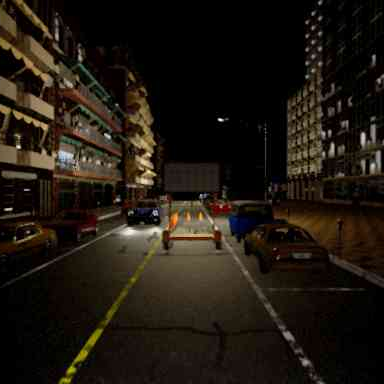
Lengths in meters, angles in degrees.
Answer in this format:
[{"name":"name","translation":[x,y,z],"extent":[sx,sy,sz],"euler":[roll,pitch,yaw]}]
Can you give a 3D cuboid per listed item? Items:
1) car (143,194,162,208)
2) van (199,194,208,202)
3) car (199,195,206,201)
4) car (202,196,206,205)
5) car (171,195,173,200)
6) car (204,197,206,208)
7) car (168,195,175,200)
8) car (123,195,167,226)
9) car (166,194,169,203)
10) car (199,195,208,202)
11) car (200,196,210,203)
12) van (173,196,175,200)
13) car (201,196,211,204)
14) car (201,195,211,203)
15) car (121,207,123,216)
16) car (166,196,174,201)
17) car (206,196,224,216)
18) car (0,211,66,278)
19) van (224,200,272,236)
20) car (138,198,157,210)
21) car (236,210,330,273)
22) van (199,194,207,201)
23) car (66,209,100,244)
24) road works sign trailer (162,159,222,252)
[{"name":"car","translation":[-5.707,1.306,48.942],"extent":[2.192,1.841,5.009],"euler":[0,0,0]},{"name":"van","translation":[2.671,1.338,59.997],"extent":[1.690,1.788,3.998],"euler":[0,0,0]},{"name":"car","translation":[2.666,1.549,87.799],"extent":[1.752,1.417,4.829],"euler":[0,0,0]},{"name":"car","translation":[2.676,1.572,43.417],"extent":[1.802,1.307,4.206],"euler":[0,0,0]},{"name":"car","translation":[-5.710,1.571,71.048],"extent":[1.947,1.339,4.313],"euler":[0,0,0]},{"name":"car","translation":[2.677,1.514,38.060],"extent":[1.752,1.417,4.829],"euler":[0,0,0]},{"name":"car","translation":[-5.714,1.613,93.154],"extent":[1.802,1.307,4.206],"euler":[0,0,0]},{"name":"car","translation":[-3.104,1.340,23.008],"extent":[2.097,1.767,4.553],"euler":[0,0,0]},{"name":"car","translation":[-5.707,1.547,59.996],"extent":[2.008,1.369,4.403],"euler":[0,0,0]},{"name":"car","translation":[2.668,1.451,76.576],"extent":[1.967,1.590,4.097],"euler":[0,0,0]},{"name":"car","translation":[2.670,1.571,71.050],"extent":[1.947,1.339,4.313],"euler":[0,0,0]},{"name":"van","translation":[-5.714,1.358,82.102],"extent":[1.690,1.788,3.998],"euler":[0,0,0]},{"name":"car","translation":[2.671,1.526,65.692],"extent":[1.752,1.417,4.829],"euler":[0,0,0]},{"name":"car","translation":[2.674,1.573,48.943],"extent":[1.802,1.307,4.206],"euler":[0,0,0]},{"name":"car","translation":[-5.702,1.533,32.362],"extent":[1.887,1.381,4.507],"euler":[0,0,0]},{"name":"car","translation":[-5.713,1.606,87.628],"extent":[1.802,1.307,4.206],"euler":[0,0,0]},{"name":"car","translation":[2.677,1.428,32.363],"extent":[1.967,1.590,4.097],"euler":[0,0,0]},{"name":"car","translation":[-5.698,1.518,10.086],"extent":[1.752,1.417,4.829],"euler":[0,0,0]},{"name":"van","translation":[2.680,1.331,15.783],"extent":[1.690,1.788,3.998],"euler":[0,0,0]},{"name":"car","translation":[-5.705,1.515,43.246],"extent":[1.752,1.417,4.829],"euler":[0,0,0]},{"name":"car","translation":[2.683,1.518,10.427],"extent":[1.752,1.417,4.829],"euler":[0,0,0]},{"name":"van","translation":[2.666,1.358,82.104],"extent":[1.690,1.788,3.998],"euler":[0,0,0]},{"name":"car","translation":[-5.699,1.535,15.781],"extent":[1.887,1.381,4.507],"euler":[0,0,0]},{"name":"road works sign trailer","translation":[-0.004,0.455,13.780],"extent":[2.380,3.560,2.880],"euler":[0,0,0]}]
